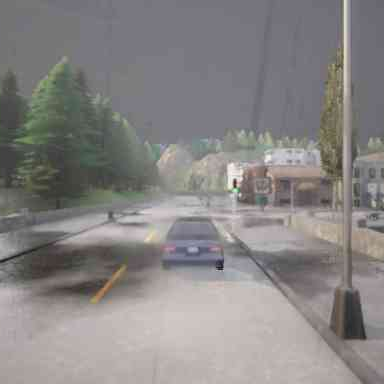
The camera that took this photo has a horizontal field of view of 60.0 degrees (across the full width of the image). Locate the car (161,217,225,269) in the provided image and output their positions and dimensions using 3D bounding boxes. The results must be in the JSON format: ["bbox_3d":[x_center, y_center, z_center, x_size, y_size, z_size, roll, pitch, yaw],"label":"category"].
[{"bbox_3d":[0.045,1.550,11.116,2.033,1.411,5.357,0,0,1],"label":"car"}]
